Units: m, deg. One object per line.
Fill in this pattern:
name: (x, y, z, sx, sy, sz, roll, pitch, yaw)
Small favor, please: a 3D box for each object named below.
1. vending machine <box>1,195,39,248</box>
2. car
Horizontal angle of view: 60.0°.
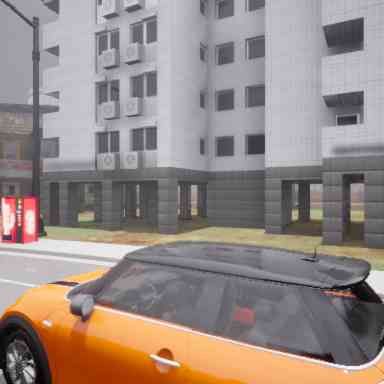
vending machine: (-7.198, 1.195, 13.927, 0.880, 2.100, 1.100, 0, 0, 21)
car: (-0.118, 1.352, 3.669, 4.553, 1.767, 2.097, 0, 0, 33)
